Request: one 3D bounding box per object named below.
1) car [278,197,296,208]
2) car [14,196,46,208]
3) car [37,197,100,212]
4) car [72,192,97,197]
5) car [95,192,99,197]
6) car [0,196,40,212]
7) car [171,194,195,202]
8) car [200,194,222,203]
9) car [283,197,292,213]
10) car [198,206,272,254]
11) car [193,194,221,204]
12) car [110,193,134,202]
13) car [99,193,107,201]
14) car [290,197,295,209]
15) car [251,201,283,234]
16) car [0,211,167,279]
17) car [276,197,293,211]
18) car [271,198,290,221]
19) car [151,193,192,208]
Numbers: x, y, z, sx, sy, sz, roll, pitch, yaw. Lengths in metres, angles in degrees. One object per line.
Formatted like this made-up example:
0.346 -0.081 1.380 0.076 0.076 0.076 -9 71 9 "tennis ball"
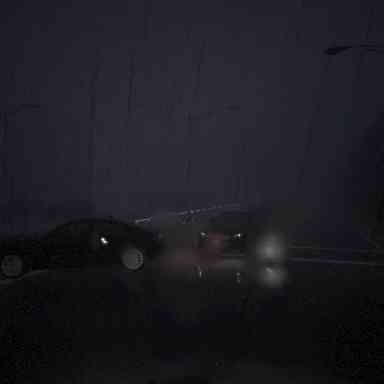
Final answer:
13.656 1.469 47.619 2.128 1.511 4.902 0 0 19 "car"
-21.589 1.274 44.296 3.633 1.501 1.845 0 0 19 "car"
-8.974 1.356 24.194 3.633 1.501 1.845 0 0 19 "car"
-18.333 1.250 53.743 4.514 1.523 2.007 0 0 19 "car"
-21.692 1.299 68.001 3.806 1.475 1.970 0 0 19 "car"
-15.041 1.356 29.404 3.806 1.475 1.970 0 0 19 "car"
-1.939 1.259 68.659 4.514 1.523 2.007 0 0 19 "car"
3.556 1.203 62.923 3.806 1.475 1.970 0 0 19 "car"
7.824 1.487 30.461 1.837 1.490 4.892 0 0 19 "car"
1.851 1.514 13.856 1.812 1.442 4.674 0 0 25 "car"
1.798 1.127 56.743 5.027 1.636 2.152 0 0 19 "car"
-13.651 1.047 65.308 4.605 1.855 1.932 0 0 19 "car"
-20.043 1.015 70.952 3.866 1.878 1.905 0 0 19 "car"
9.877 1.545 36.495 1.994 1.385 4.181 0 0 19 "car"
4.010 1.490 19.260 1.837 1.490 4.892 0 0 19 "car"
-3.261 1.475 9.843 5.008 1.535 1.882 0 0 -15 "car"
11.762 1.484 42.047 1.837 1.490 4.892 0 0 19 "car"
5.934 1.475 24.902 2.128 1.511 4.902 0 0 19 "car"
-2.864 1.075 41.745 4.605 1.855 1.932 0 0 19 "car"
